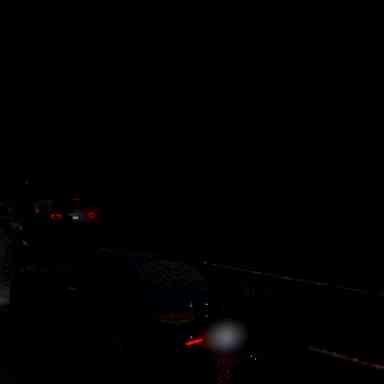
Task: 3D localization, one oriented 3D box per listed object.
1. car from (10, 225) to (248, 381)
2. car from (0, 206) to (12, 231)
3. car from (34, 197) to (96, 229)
[{"bbox_3d":[-1.309,1.535,5.498,4.674,1.442,1.812,0,0,42],"label":"car"},{"bbox_3d":[-12.241,1.572,20.494,1.812,1.442,4.674,0,0,-28],"label":"car"},{"bbox_3d":[-6.699,1.257,17.488,2.150,2.045,5.566,0,0,-31],"label":"car"}]
